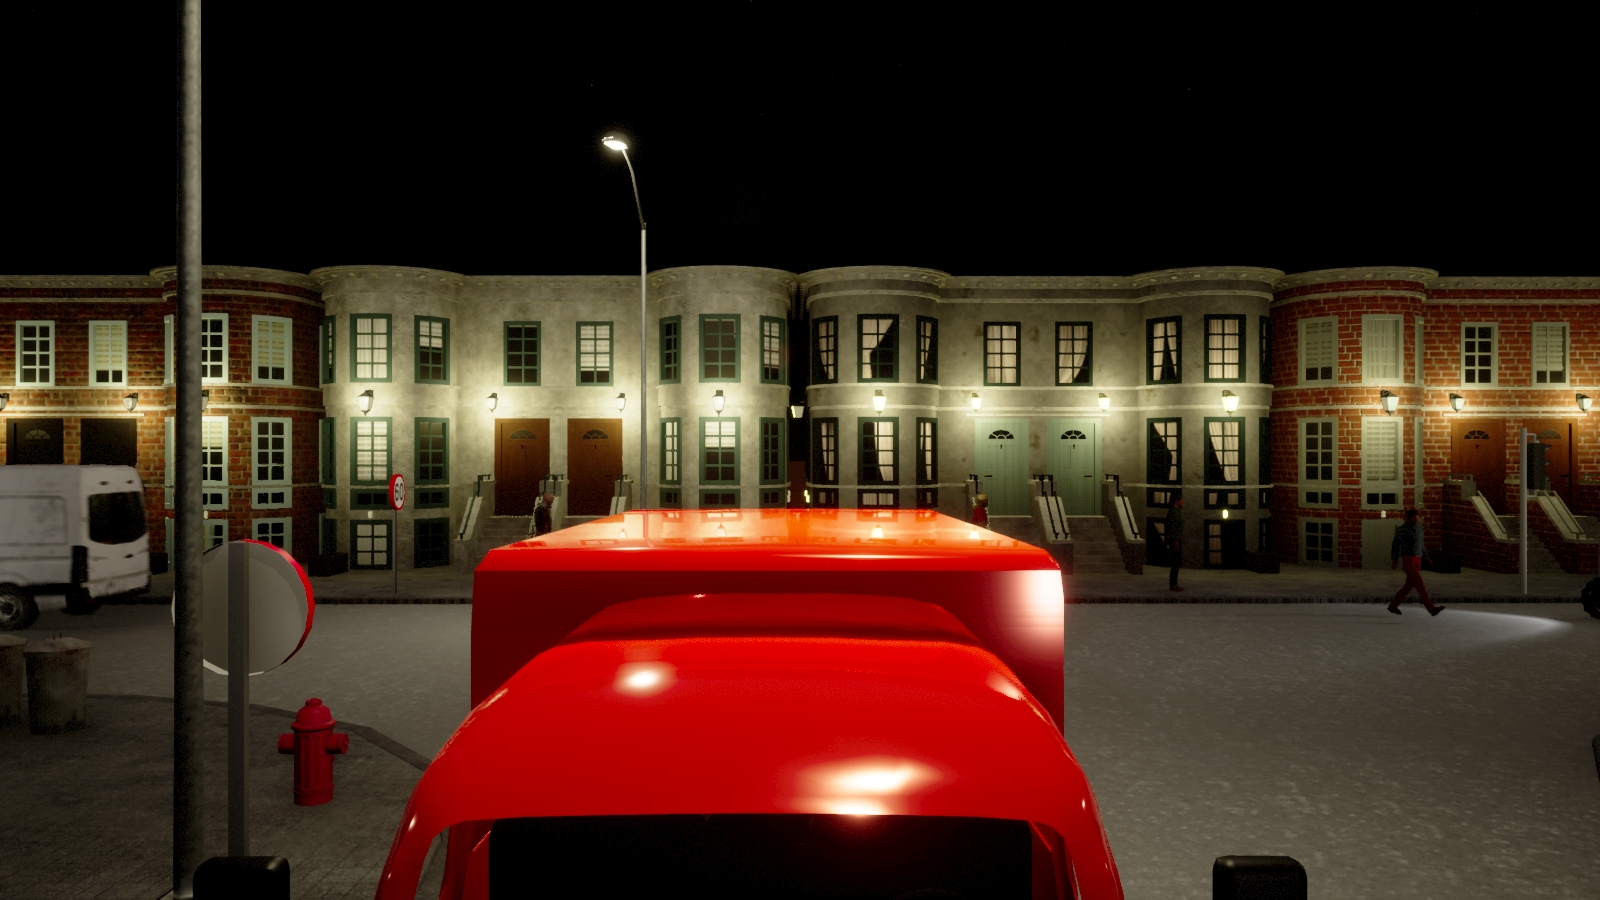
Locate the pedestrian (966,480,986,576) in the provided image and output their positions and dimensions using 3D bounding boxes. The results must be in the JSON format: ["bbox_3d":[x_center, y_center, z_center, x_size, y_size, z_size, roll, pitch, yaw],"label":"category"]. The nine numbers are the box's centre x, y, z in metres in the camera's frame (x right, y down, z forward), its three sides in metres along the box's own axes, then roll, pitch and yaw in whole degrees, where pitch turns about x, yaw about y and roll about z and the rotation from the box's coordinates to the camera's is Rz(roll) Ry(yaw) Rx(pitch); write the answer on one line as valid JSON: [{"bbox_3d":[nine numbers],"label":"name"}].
[{"bbox_3d":[3.453,1.525,22.410,0.375,1.860,0.375,0,0,8],"label":"pedestrian"}]

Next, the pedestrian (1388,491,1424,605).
[{"bbox_3d":[10.104,1.629,19.066,0.375,1.860,0.375,0,0,-22],"label":"pedestrian"}]

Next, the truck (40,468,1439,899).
[{"bbox_3d":[-0.117,1.348,4.748,2.627,2.467,5.204,0,0,0],"label":"truck"}]

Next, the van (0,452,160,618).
[{"bbox_3d":[-13.945,1.314,18.602,5.915,2.561,1.988,0,0,0],"label":"van"}]

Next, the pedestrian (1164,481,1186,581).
[{"bbox_3d":[7.098,1.524,21.621,0.375,1.860,0.375,0,0,23],"label":"pedestrian"}]

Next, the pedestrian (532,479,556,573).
[{"bbox_3d":[-5.169,1.525,23.096,0.375,1.860,0.375,0,0,5],"label":"pedestrian"}]
